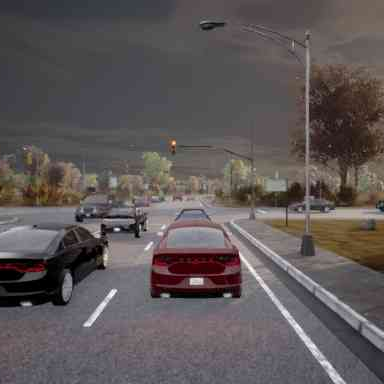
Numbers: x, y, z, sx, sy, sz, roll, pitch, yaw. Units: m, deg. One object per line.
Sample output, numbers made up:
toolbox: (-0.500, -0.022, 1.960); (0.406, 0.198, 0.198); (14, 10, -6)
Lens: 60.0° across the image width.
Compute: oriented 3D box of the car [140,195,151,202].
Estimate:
car: (-10.731, 1.500, 77.236); (1.837, 1.490, 4.892); (0, 0, 0)

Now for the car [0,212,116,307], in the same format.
car: (-3.421, 1.478, 8.065); (1.882, 1.535, 5.008); (0, 0, 0)

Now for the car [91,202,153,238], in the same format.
car: (-3.443, 1.492, 17.552); (2.128, 1.511, 4.902); (0, 0, -1)

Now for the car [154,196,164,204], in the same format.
car: (-7.229, 1.525, 65.533); (1.812, 1.442, 4.674); (0, 0, 0)

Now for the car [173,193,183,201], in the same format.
car: (-3.751, 1.218, 85.368); (2.150, 2.045, 5.566); (0, 0, 0)

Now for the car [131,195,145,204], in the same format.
car: (-10.715, 1.477, 66.624); (1.882, 1.535, 5.008); (0, 0, 0)

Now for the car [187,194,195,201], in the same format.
car: (-0.252, 1.348, 85.735); (2.097, 1.767, 4.553); (0, 0, 0)

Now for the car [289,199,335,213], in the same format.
car: (13.272, 1.505, 36.935); (4.892, 1.490, 1.837); (0, 0, 3)

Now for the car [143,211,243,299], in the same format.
car: (0.077, 1.478, 8.542); (1.882, 1.535, 5.008); (0, 0, 0)

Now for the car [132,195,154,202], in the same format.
car: (-7.240, 1.352, 48.972); (2.097, 1.767, 4.553); (0, 0, 0)

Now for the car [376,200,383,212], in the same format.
car: (23.269, 1.212, 36.422); (5.566, 2.045, 2.150); (0, 0, 3)

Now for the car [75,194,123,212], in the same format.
car: (-7.175, 1.221, 25.667); (2.150, 2.045, 5.566); (0, 0, 0)

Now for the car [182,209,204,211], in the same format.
car: (0.051, 1.564, 17.531); (1.994, 1.385, 4.181); (0, 0, 0)
